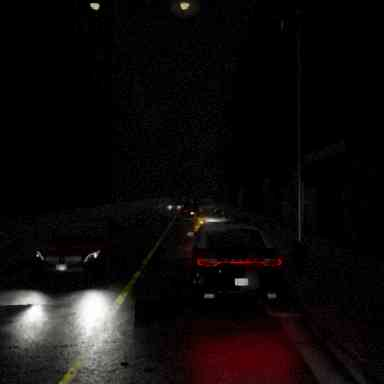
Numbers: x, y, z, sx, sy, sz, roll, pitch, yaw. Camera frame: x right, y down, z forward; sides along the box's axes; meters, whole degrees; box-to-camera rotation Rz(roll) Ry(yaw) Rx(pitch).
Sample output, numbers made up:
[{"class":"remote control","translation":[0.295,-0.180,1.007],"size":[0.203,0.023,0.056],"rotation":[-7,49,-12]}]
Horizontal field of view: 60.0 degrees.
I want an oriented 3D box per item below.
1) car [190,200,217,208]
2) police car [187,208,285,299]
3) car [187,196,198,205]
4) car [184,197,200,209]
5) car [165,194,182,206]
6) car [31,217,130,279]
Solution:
[{"class":"car","translation":[0.905,1.469,18.701],"size":[1.801,1.575,5.366],"rotation":[0,0,0]},{"class":"police car","translation":[0.903,1.430,8.619],"size":[1.930,1.638,5.238],"rotation":[0,0,0]},{"class":"car","translation":[0.018,1.574,60.343],"size":[1.882,1.535,5.008],"rotation":[0,0,0]},{"class":"car","translation":[0.030,1.414,46.599],"size":[2.097,1.767,4.553],"rotation":[0,0,0]},{"class":"car","translation":[-2.983,1.312,58.262],"size":[2.150,2.045,5.566],"rotation":[0,0,0]},{"class":"car","translation":[-3.097,1.531,10.223],"size":[1.812,1.442,4.674],"rotation":[0,0,0]}]
